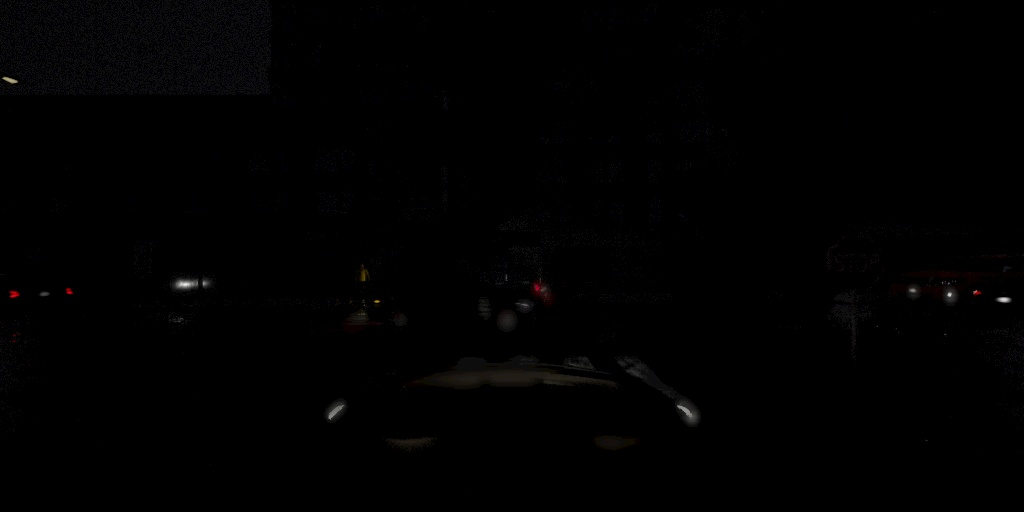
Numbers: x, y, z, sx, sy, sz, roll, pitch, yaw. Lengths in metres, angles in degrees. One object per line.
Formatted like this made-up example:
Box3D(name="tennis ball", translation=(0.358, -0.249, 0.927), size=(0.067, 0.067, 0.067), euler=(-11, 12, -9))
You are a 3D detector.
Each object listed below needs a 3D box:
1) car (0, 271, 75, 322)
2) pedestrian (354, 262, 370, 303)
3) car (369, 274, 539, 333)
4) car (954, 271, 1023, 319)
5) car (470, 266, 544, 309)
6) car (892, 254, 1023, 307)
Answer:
Box3D(name="car", translation=(-19.552, 1.467, 13.393), size=(4.553, 1.767, 2.097), euler=(-1, -2, 0))
Box3D(name="pedestrian", translation=(-6.847, 1.186, 16.282), size=(0.375, 1.860, 0.375), euler=(0, -1, 0))
Box3D(name="car", translation=(-1.680, 1.358, 10.397), size=(4.674, 1.442, 1.812), euler=(0, -1, 0))
Box3D(name="car", translation=(16.205, 1.219, 10.359), size=(4.181, 1.385, 1.994), euler=(0, -2, 0))
Box3D(name="car", translation=(-1.129, 1.254, 13.355), size=(4.553, 1.767, 2.097), euler=(-1, -2, 0))
Box3D(name="car", translation=(17.681, 0.953, 13.316), size=(5.566, 2.045, 2.150), euler=(0, -2, 0))
